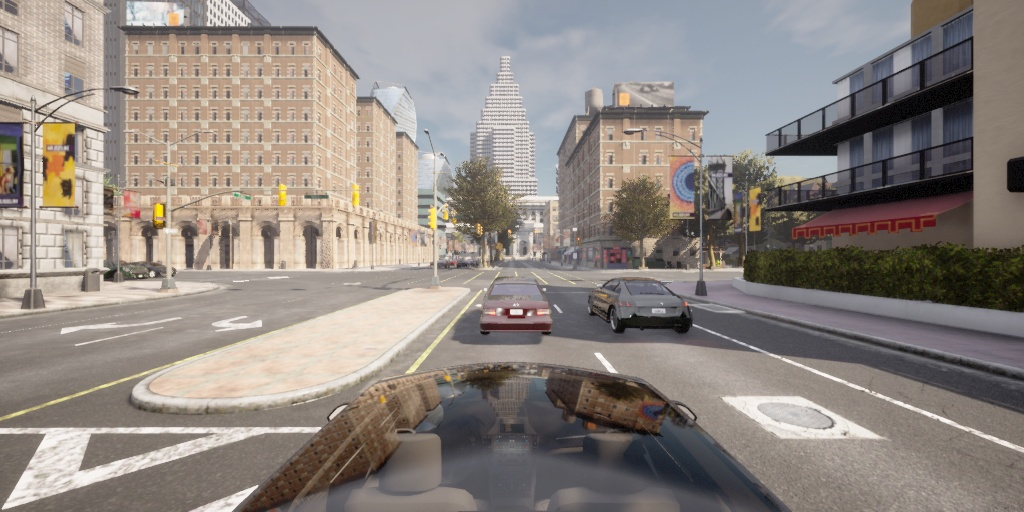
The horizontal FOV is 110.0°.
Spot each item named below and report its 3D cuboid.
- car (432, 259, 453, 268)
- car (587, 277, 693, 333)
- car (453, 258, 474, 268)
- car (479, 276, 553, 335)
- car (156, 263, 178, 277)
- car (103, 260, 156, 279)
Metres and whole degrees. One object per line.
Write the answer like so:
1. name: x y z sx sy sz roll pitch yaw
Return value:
1. car: -11.625 1.274 60.256 1.812 1.442 4.674 0 0 0
2. car: 3.589 1.314 10.779 1.994 1.385 4.181 0 0 0
3. car: -8.124 1.349 60.377 1.895 1.301 4.718 0 0 0
4. car: 0.092 1.297 10.519 2.033 1.411 5.357 0 0 0
5. car: -34.190 1.254 33.505 4.892 1.490 1.837 0 0 0
6. car: -33.348 1.101 30.010 4.553 1.767 2.097 0 0 0
